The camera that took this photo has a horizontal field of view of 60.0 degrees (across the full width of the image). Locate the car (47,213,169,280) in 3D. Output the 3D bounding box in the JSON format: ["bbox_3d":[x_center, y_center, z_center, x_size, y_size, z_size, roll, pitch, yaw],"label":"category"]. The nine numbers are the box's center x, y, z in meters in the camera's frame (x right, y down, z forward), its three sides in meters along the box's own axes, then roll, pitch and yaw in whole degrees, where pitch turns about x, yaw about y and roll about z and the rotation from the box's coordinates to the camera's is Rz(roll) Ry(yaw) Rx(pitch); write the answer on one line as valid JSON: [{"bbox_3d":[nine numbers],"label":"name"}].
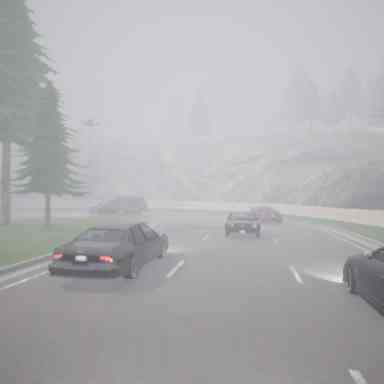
[{"bbox_3d":[-2.149,1.605,10.170,2.033,1.411,5.357,1,0,10],"label":"car"}]

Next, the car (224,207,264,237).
[{"bbox_3d":[2.911,1.784,19.340,1.895,1.301,4.718,1,0,8],"label":"car"}]

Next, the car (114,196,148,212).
[{"bbox_3d":[-7.570,1.422,35.845,5.566,2.045,2.150,1,-1,11],"label":"car"}]

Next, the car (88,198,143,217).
[{"bbox_3d":[-7.664,1.661,32.158,4.902,1.511,2.128,0,-1,17],"label":"car"}]

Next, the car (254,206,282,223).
[{"bbox_3d":[5.781,1.845,27.952,1.994,1.385,4.181,1,-1,-16],"label":"car"}]

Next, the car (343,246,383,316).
[{"bbox_3d":[4.402,1.661,6.308,1.994,1.385,4.181,1,0,8],"label":"car"}]
